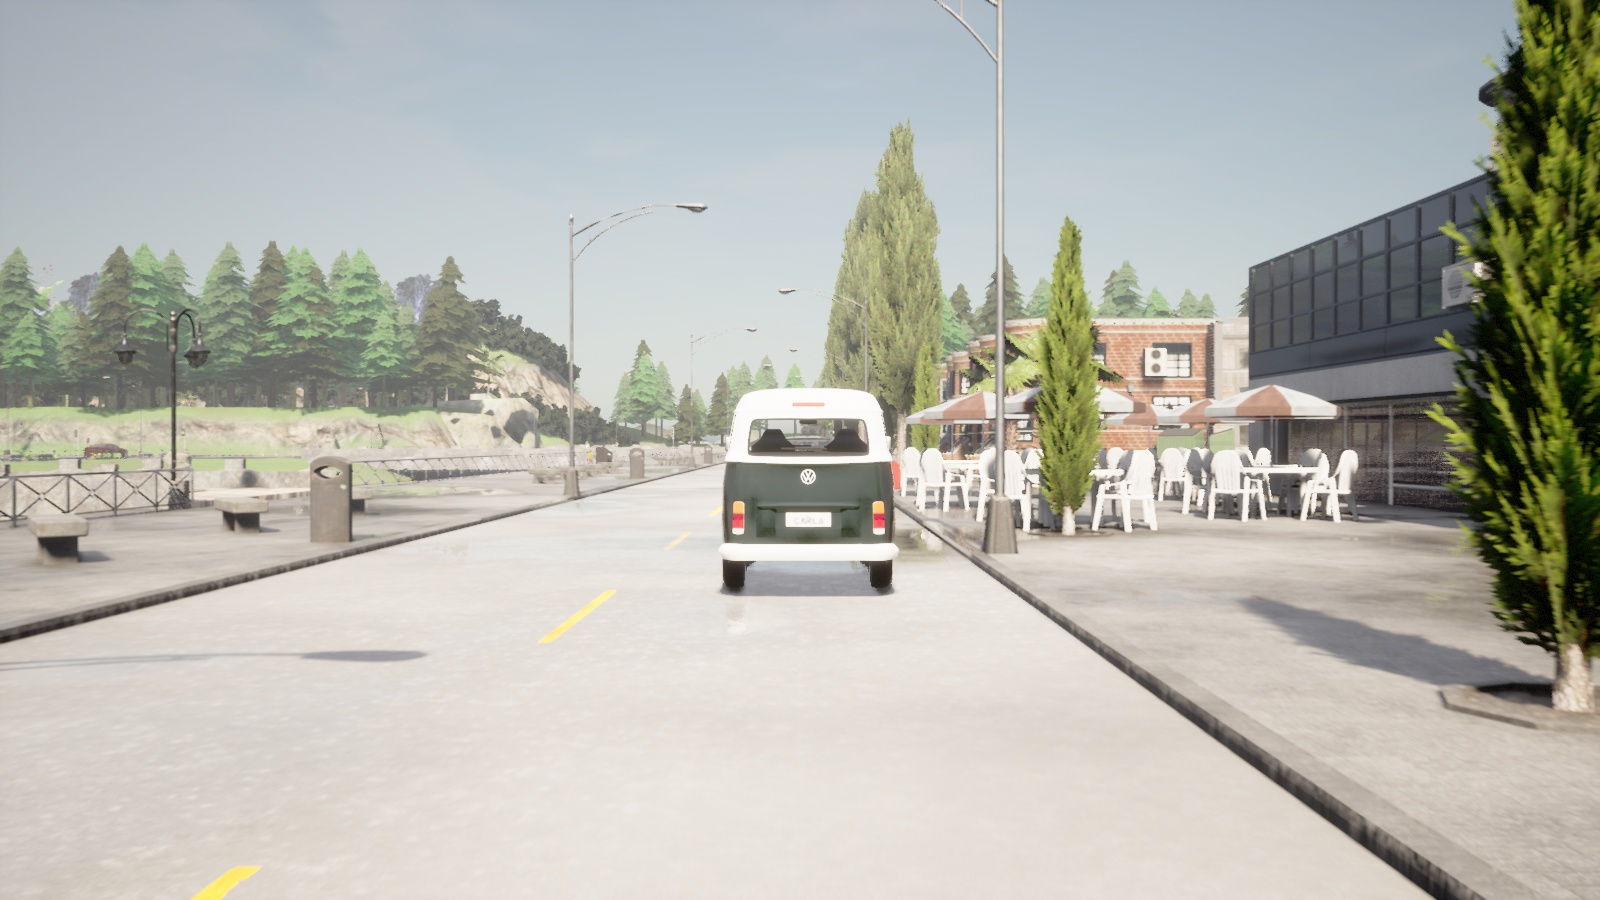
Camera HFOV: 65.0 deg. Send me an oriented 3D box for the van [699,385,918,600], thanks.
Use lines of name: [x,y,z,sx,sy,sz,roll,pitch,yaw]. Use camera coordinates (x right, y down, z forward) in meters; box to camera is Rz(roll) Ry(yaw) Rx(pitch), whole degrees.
van: [0.094,0.390,14.137,2.069,2.038,4.480,0,0,0]
